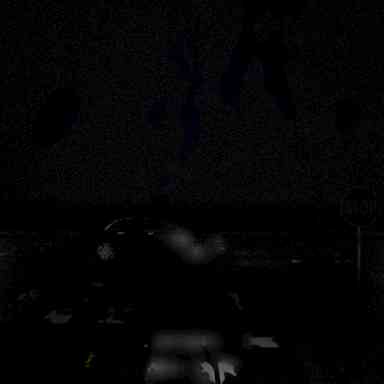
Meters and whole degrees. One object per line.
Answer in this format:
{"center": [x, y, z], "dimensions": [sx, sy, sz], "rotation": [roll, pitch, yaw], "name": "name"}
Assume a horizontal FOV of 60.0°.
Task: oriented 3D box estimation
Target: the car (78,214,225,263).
{"center": [-1.318, 1.529, 11.365], "dimensions": [4.892, 1.490, 1.837], "rotation": [0, 0, 0], "name": "car"}
